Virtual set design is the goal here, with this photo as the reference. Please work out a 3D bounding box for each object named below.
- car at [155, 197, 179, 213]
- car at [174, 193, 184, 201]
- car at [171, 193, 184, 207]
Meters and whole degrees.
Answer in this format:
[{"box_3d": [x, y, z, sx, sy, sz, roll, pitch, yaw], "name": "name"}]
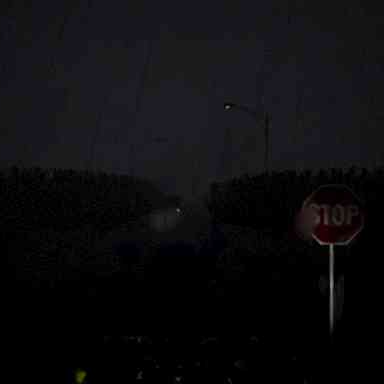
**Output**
[{"box_3d": [-2.726, 1.495, 35.607, 1.994, 1.385, 4.181, 0, 0, 0], "name": "car"}, {"box_3d": [-2.535, 0.995, 65.917, 1.812, 1.442, 4.674, 0, 0, 0], "name": "car"}, {"box_3d": [-2.671, 1.400, 50.398, 1.837, 1.490, 4.892, 0, 1, 0], "name": "car"}]
